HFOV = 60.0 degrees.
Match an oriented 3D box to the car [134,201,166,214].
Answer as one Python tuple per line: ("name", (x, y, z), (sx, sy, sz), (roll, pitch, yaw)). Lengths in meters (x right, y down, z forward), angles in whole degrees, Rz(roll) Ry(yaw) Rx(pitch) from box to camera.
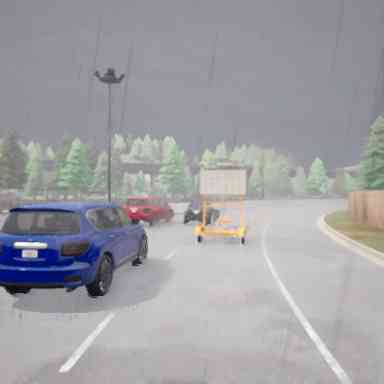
("car", (-5.076, 1.822, 40.786), (1.812, 1.442, 4.674), (0, -1, 24))

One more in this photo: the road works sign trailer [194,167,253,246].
("road works sign trailer", (1.522, 0.599, 16.263), (2.380, 3.560, 2.880), (0, 0, 14))

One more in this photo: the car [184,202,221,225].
("car", (0.917, 1.564, 26.496), (2.097, 1.767, 4.553), (0, 0, 16))

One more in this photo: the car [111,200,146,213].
("car", (-8.046, 1.804, 42.716), (1.837, 1.490, 4.892), (0, -1, 24))

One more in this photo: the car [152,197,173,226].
("car", (-3.201, 1.404, 25.055), (2.150, 2.045, 5.566), (0, -1, 16))

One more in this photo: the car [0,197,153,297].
("car", (-2.796, 1.280, 8.965), (2.150, 2.045, 5.566), (0, 0, 6))

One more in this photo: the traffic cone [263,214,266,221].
("traffic cone", (6.213, 2.206, 28.466), (0.340, 0.580, 0.340), (0, 0, 14))
